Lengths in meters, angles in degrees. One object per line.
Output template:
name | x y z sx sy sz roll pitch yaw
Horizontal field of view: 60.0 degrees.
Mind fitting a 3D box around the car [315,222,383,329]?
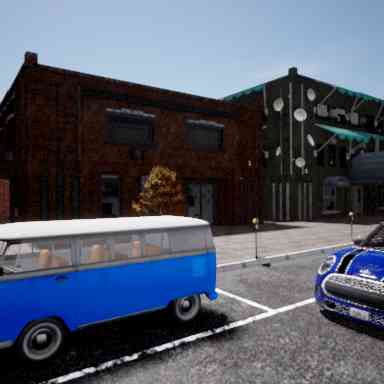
car | 4.488 1.348 6.602 4.553 1.767 2.097 0 0 -35

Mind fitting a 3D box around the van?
van | -1.442 1.340 5.543 3.998 1.788 1.690 0 -1 -36
